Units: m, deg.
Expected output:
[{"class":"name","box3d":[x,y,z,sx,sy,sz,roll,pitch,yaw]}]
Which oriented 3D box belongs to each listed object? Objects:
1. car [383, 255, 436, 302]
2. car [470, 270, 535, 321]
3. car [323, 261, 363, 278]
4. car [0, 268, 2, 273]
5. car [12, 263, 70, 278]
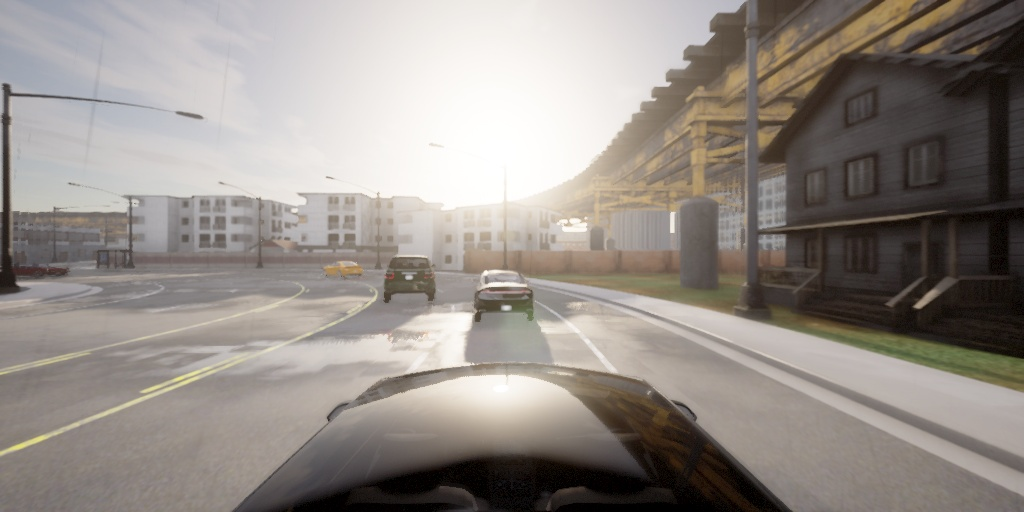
[{"class":"car","box3d":[-4.867,0.963,17.264,2.150,2.045,5.566,0,0,-14]},{"class":"car","box3d":[-0.400,1.235,12.439,2.128,1.511,4.902,0,0,-6]},{"class":"car","box3d":[-15.833,1.209,33.439,5.008,1.535,1.882,0,0,40]},{"class":"car","box3d":[-46.295,1.332,30.342,4.718,1.301,1.895,0,0,2]},{"class":"car","box3d":[-44.878,1.331,33.793,4.718,1.301,1.895,0,0,2]}]
